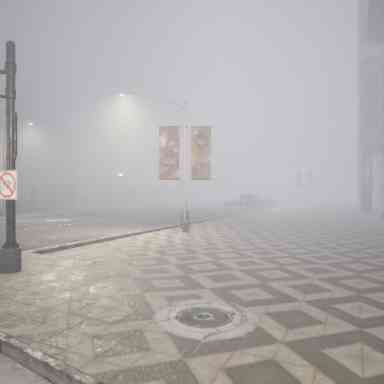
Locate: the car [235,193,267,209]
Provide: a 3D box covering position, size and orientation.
[{"bbox_3d":[8.159,1.189,45.846,2.150,2.045,5.566,0,0,26],"label":"car"}]

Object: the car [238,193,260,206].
[{"bbox_3d":[9.762,1.183,56.630,2.150,2.045,5.566,0,0,26],"label":"car"}]

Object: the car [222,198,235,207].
[{"bbox_3d":[6.106,1.570,49.063,1.895,1.301,4.718,0,0,27],"label":"car"}]

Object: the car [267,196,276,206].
[{"bbox_3d":[12.671,1.449,55.178,2.128,1.511,4.902,0,0,26],"label":"car"}]
